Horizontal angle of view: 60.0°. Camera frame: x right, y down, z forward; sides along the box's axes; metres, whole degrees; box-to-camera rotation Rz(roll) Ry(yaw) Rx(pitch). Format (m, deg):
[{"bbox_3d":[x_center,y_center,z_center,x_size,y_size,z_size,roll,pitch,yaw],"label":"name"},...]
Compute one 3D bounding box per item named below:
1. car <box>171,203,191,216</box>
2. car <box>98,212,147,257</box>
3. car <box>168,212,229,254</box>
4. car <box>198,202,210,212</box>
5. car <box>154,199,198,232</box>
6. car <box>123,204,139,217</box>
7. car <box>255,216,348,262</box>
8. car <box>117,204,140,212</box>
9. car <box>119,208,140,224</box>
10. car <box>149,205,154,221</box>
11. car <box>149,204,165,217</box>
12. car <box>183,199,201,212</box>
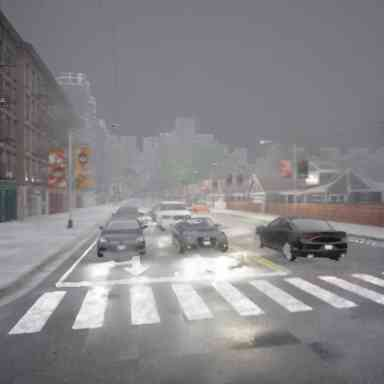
[{"bbox_3d":[-1.542,2.347,45.368,2.128,1.511,4.902,0,-1,-9],"label":"car"},{"bbox_3d":[-2.989,1.832,14.558,1.812,1.442,4.674,0,-1,-10],"label":"car"},{"bbox_3d":[0.249,1.843,14.891,1.994,1.385,4.181,0,-1,-10],"label":"car"},{"bbox_3d":[1.173,2.241,48.836,2.097,1.767,4.553,0,-1,-9],"label":"car"},{"bbox_3d":[-1.335,1.687,24.122,2.150,2.045,5.566,0,-1,-10],"label":"car"},{"bbox_3d":[-7.796,2.352,42.858,1.882,1.535,5.008,0,-1,-9],"label":"car"},{"bbox_3d":[4.061,1.686,13.215,1.882,1.535,5.008,0,-1,-9],"label":"car"},{"bbox_3d":[-4.520,1.839,23.481,2.097,1.767,4.553,0,-1,-10],"label":"car"},{"bbox_3d":[-6.031,2.266,32.323,1.895,1.301,4.718,0,-1,-10],"label":"car"},{"bbox_3d":[-3.038,2.019,34.116,2.097,1.767,4.553,0,-1,-10],"label":"car"},{"bbox_3d":[-4.714,2.392,44.161,1.812,1.442,4.674,0,-1,-9],"label":"car"},{"bbox_3d":[-0.121,2.253,56.077,2.150,2.045,5.566,0,-1,-10],"label":"car"}]
